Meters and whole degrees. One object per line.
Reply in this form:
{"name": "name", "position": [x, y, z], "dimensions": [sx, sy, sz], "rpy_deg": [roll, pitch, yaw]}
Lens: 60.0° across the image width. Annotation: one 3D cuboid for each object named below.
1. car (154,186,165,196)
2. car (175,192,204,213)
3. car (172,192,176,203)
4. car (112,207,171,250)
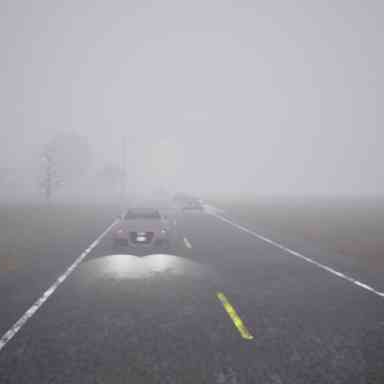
{"name": "car", "position": [-7.021, -0.274, 71.990], "dimensions": [2.150, 2.045, 5.566], "rpy_deg": [1, 1, -3]}
{"name": "car", "position": [-0.107, 1.009, 28.919], "dimensions": [2.033, 1.411, 5.357], "rpy_deg": [1, 1, -6]}
{"name": "car", "position": [-1.585, 0.674, 44.012], "dimensions": [1.812, 1.442, 4.674], "rpy_deg": [1, 1, -4]}
{"name": "car", "position": [-1.876, 1.289, 12.780], "dimensions": [1.994, 1.385, 4.181], "rpy_deg": [1, 1, -7]}
